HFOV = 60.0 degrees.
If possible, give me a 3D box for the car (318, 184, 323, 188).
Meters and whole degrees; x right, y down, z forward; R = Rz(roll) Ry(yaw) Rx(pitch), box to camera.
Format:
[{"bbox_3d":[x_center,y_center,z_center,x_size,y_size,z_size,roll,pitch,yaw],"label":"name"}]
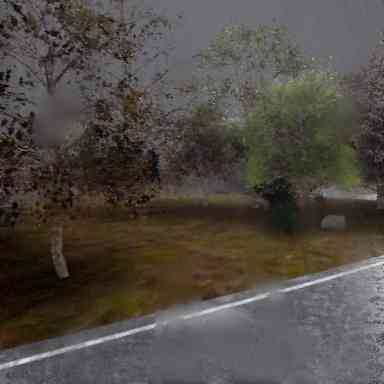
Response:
[{"bbox_3d":[30.022,-1.640,78.488,4.718,1.301,1.895,-7,4,-41],"label":"car"}]
